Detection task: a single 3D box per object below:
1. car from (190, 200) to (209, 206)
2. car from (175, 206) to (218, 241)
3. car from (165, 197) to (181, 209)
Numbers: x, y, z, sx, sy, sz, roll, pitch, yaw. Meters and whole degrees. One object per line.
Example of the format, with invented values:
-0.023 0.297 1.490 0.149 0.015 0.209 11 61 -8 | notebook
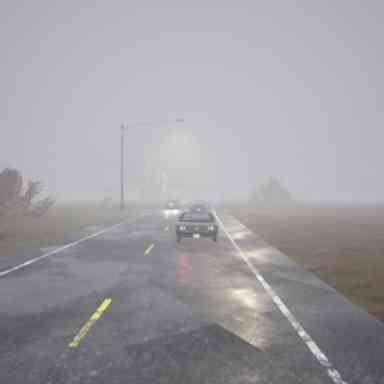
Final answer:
0.738 1.527 34.290 1.812 1.442 4.674 0 0 2 | car
0.238 1.600 16.603 1.895 1.301 4.718 0 0 1 | car
-2.506 1.493 44.623 2.128 1.511 4.902 0 0 3 | car
